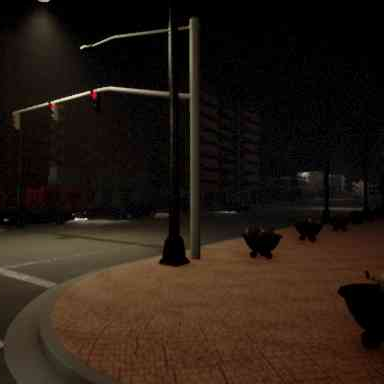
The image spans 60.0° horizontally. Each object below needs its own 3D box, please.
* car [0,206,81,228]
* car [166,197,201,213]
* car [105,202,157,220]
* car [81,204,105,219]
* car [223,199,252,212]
[{"bbox_3d":[-11.075,1.728,23.903,2.033,1.411,5.357,0,-1,35],"label":"car"},{"bbox_3d":[-1.018,1.714,44.273,2.150,2.045,5.566,0,-1,36],"label":"car"},{"bbox_3d":[-5.515,1.773,31.807,1.882,1.535,5.008,0,-1,35],"label":"car"},{"bbox_3d":[-8.961,1.856,32.994,1.994,1.385,4.181,0,-1,35],"label":"car"},{"bbox_3d":[6.634,2.151,48.986,2.033,1.411,5.357,0,-1,36],"label":"car"}]
